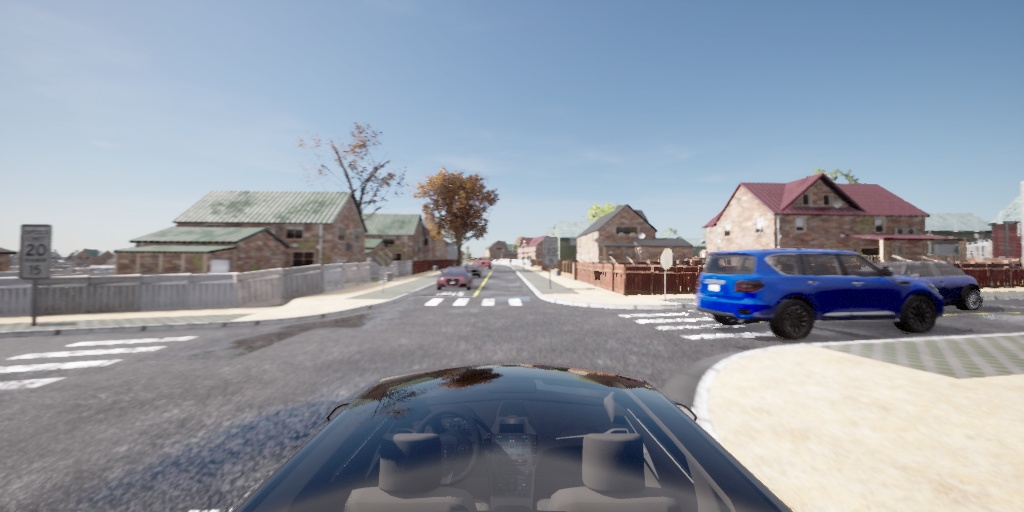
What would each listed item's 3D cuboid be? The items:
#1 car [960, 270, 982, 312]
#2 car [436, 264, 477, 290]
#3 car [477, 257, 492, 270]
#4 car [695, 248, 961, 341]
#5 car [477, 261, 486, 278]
[{"bbox_3d":[13.403,0.985,12.624,4.553,1.767,2.097,-1,-1,-6],"label":"car"},{"bbox_3d":[-3.500,1.351,22.561,1.994,1.385,4.181,0,0,-3],"label":"car"},{"bbox_3d":[-4.375,1.098,57.194,2.150,2.045,5.566,0,0,-1],"label":"car"},{"bbox_3d":[7.550,0.847,9.088,5.566,2.045,2.150,0,-1,-8],"label":"car"},{"bbox_3d":[-3.819,1.412,34.262,1.895,1.301,4.718,0,0,-2],"label":"car"}]
